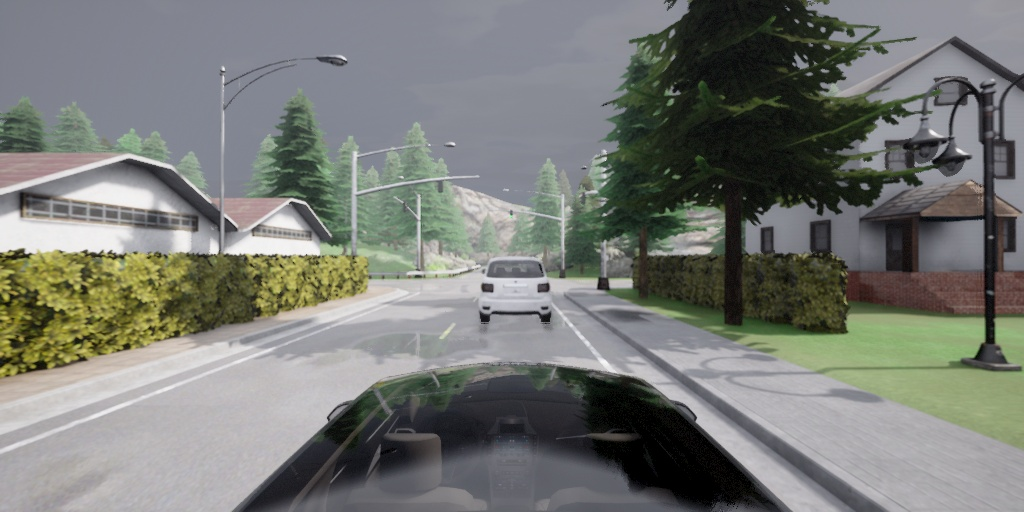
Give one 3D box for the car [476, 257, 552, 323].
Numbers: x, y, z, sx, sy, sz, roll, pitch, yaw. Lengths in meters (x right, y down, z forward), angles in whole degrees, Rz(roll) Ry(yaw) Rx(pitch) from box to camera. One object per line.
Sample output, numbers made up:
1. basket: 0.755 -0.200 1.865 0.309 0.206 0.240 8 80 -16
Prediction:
1. car: 0.102 1.041 12.487 2.150 2.045 5.566 0 0 0
